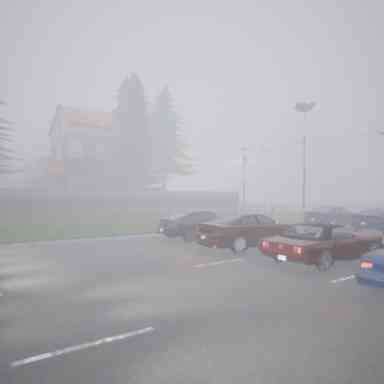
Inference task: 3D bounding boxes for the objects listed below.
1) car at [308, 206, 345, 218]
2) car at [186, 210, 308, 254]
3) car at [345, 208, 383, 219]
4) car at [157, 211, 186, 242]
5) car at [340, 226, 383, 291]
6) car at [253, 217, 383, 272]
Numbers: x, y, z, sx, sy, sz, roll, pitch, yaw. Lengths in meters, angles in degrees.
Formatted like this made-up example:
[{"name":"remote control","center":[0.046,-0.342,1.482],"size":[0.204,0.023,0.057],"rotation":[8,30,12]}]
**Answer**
[{"name":"car","center":[10.140,1.731,23.892],"size":[5.008,1.535,1.882],"rotation":[1,0,-36]},{"name":"car","center":[2.434,1.593,14.093],"size":[5.008,1.535,1.882],"rotation":[1,0,-35]},{"name":"car","center":[12.046,1.729,20.951],"size":[5.008,1.535,1.882],"rotation":[1,0,-36]},{"name":"car","center":[0.437,1.642,16.966],"size":[4.674,1.442,1.812],"rotation":[1,-1,-36]},{"name":"car","center":[6.127,1.658,8.121],"size":[5.357,1.411,2.033],"rotation":[1,0,-36]},{"name":"car","center":[4.522,1.717,11.283],"size":[4.718,1.301,1.895],"rotation":[1,0,-35]}]
